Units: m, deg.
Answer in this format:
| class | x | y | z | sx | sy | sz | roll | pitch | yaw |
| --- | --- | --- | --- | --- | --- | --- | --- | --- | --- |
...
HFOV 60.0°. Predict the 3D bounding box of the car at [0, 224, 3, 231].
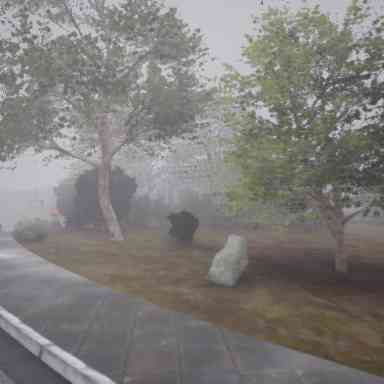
| class | x | y | z | sx | sy | sz | roll | pitch | yaw |
| --- | --- | --- | --- | --- | --- | --- | --- | --- | --- |
| car | -18.550 | 3.056 | 29.717 | 2.128 | 1.511 | 4.902 | -3 | -5 | -12 |
